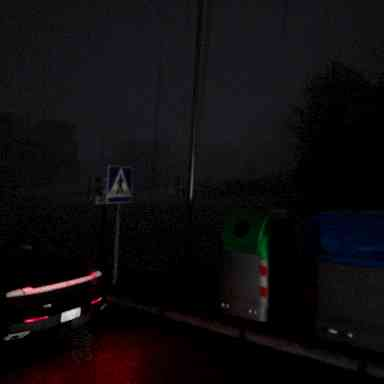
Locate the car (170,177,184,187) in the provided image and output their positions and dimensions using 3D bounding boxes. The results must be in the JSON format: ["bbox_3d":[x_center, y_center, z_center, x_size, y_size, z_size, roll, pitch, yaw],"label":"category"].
[{"bbox_3d":[-4.644,-1.680,61.739,4.792,1.488,2.163,2,5,32],"label":"car"}]

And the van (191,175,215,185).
[{"bbox_3d":[2.225,-2.492,67.209,4.442,1.987,1.878,2,6,32],"label":"van"}]

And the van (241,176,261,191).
[{"bbox_3d":[7.338,-0.933,49.296,4.442,1.987,1.878,4,7,34],"label":"van"}]

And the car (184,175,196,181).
[{"bbox_3d":[-2.280,-2.018,63.511,4.553,1.767,2.185,2,5,32],"label":"car"}]

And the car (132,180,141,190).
[{"bbox_3d":[-11.564,-1.112,56.269,4.674,1.452,2.002,2,5,32],"label":"car"}]

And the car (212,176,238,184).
[{"bbox_3d":[6.947,-2.633,70.776,5.008,1.535,2.097,2,5,32],"label":"car"}]

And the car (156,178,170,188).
[{"bbox_3d":[-6.913,-1.647,59.876,4.553,1.767,2.185,2,5,32],"label":"car"}]

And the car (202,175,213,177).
[{"bbox_3d":[4.535,-1.687,57.794,4.674,1.442,1.812,-3,5,-28],"label":"car"}]

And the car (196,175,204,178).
[{"bbox_3d":[0.012,-2.080,65.362,5.008,1.535,2.097,2,5,32],"label":"car"}]

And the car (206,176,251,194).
[{"bbox_3d":[4.994,-0.771,47.477,5.566,2.045,2.435,4,7,34],"label":"car"}]

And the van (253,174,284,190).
[{"bbox_3d":[12.372,-1.289,52.718,4.442,1.987,1.878,4,7,33],"label":"van"}]

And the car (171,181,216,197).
[{"bbox_3d":[0.188,-0.154,43.959,5.008,1.535,2.097,4,7,34],"label":"car"}]

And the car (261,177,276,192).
[{"bbox_3d":[9.831,-1.013,51.034,4.553,1.767,2.185,4,7,33],"label":"car"}]

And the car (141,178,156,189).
[{"bbox_3d":[-9.223,-1.307,58.075,4.792,1.488,2.163,2,5,32],"label":"car"}]

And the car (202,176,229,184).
[{"bbox_3d":[4.798,-2.447,68.870,5.366,1.575,1.946,2,5,32],"label":"car"}]

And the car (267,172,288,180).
[{"bbox_3d":[20.869,-3.854,81.506,4.553,1.767,2.185,2,5,32],"label":"car"}]

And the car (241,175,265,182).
[{"bbox_3d":[13.897,-3.182,76.158,4.892,1.521,2.231,2,6,32],"label":"car"}]

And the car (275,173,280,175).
[{"bbox_3d":[18.532,-3.550,79.741,5.008,1.535,2.097,2,5,32],"label":"car"}]

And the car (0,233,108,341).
[{"bbox_3d":[-3.652,1.531,6.158,4.902,1.511,2.128,0,0,37],"label":"car"}]

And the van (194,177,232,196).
[{"bbox_3d":[2.704,-0.555,45.638,4.442,1.987,1.878,4,7,34],"label":"van"}]
